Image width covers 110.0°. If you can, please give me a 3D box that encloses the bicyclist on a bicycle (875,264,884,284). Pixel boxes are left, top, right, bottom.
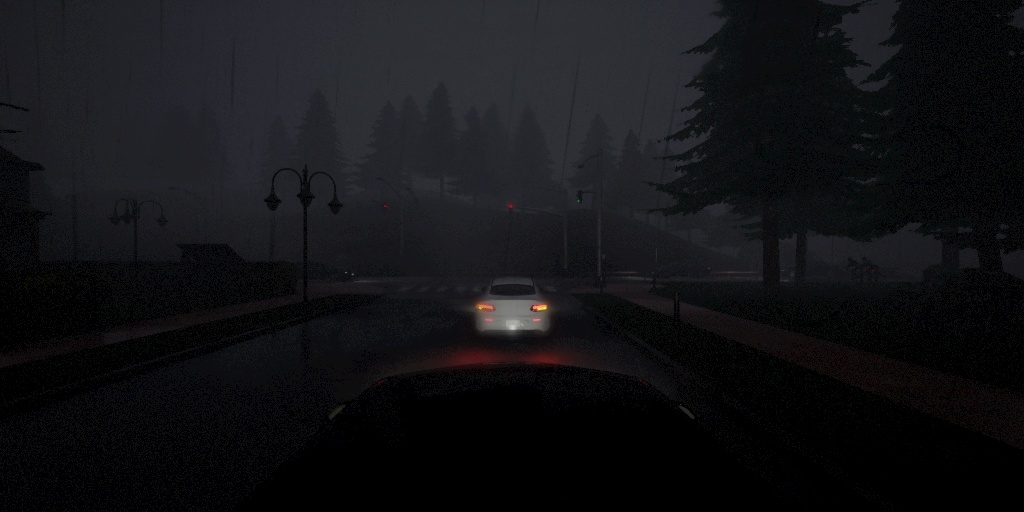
[{"bbox_3d":[21.774,0.892,21.981,0.582,1.620,1.656,0,0,-14],"label":"bicyclist on a bicycle"}]

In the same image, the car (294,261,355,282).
[{"bbox_3d":[-13.976,1.092,25.994,4.892,1.490,1.837,0,0,0],"label":"car"}]

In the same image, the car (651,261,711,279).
[{"bbox_3d":[14.055,1.113,29.889,4.674,1.442,1.812,0,0,-1],"label":"car"}]

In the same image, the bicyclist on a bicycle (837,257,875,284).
[{"bbox_3d":[21.127,0.891,22.240,0.582,1.620,1.656,0,0,-16],"label":"bicyclist on a bicycle"}]

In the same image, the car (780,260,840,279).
[{"bbox_3d":[24.376,1.065,29.928,5.008,1.535,1.882,0,0,0],"label":"car"}]

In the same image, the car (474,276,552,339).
[{"bbox_3d":[0.020,1.276,9.955,1.812,1.442,4.674,0,0,0],"label":"car"}]
